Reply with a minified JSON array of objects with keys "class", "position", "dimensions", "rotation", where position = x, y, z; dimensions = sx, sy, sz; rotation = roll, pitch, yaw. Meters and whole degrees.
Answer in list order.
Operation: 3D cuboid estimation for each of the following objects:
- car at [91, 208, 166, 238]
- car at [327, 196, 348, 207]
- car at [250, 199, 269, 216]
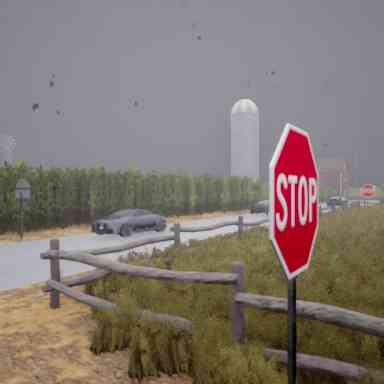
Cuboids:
[{"class":"car","position":[-3.292,1.572,17.942],"dimensions":[1.994,1.385,4.181],"rotation":[0,0,35]},{"class":"car","position":[19.040,1.312,43.535],"dimensions":[1.837,1.490,4.892],"rotation":[0,0,36]},{"class":"car","position":[7.467,1.436,32.870],"dimensions":[1.882,1.535,5.008],"rotation":[0,0,36]}]
